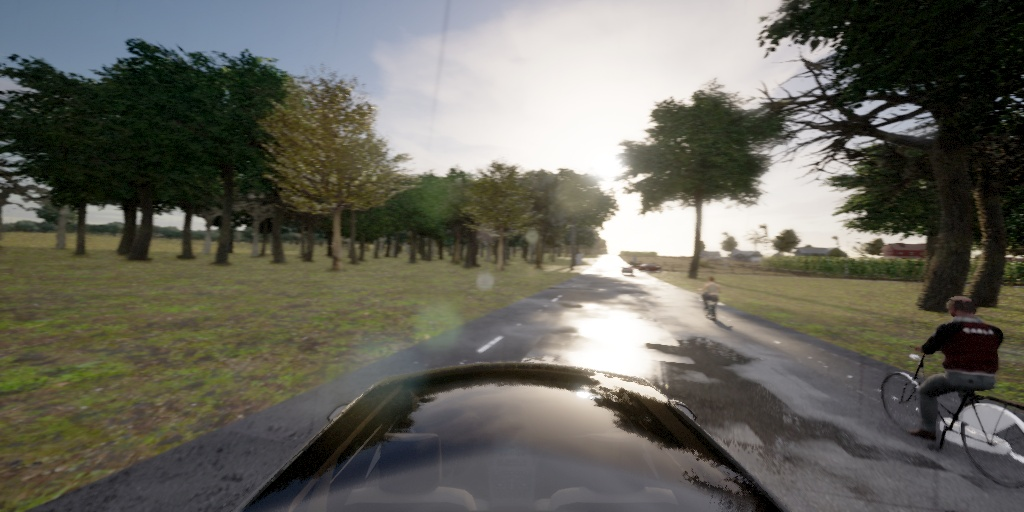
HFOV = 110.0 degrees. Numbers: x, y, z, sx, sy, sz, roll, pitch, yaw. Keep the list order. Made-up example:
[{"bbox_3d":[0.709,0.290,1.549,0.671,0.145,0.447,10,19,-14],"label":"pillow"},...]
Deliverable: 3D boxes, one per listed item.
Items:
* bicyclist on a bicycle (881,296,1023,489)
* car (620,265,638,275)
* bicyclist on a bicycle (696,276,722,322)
[{"bbox_3d":[4.811,1.319,4.003,0.659,1.776,1.843,2,0,15],"label":"bicyclist on a bicycle"},{"bbox_3d":[17.934,2.141,55.987,2.128,1.511,4.902,2,0,15],"label":"car"},{"bbox_3d":[7.314,1.554,13.239,0.866,1.612,1.509,2,-1,15],"label":"bicyclist on a bicycle"}]
